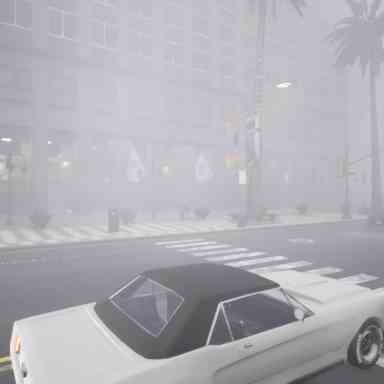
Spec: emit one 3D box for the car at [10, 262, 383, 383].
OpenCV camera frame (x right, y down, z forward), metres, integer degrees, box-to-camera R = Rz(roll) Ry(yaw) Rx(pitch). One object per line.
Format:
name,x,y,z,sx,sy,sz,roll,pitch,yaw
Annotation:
car,0.481,1.601,4.134,4.718,1.301,1.895,0,0,-33

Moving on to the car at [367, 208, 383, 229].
car,12.796,1.477,20.402,5.008,1.535,1.882,0,0,-33
